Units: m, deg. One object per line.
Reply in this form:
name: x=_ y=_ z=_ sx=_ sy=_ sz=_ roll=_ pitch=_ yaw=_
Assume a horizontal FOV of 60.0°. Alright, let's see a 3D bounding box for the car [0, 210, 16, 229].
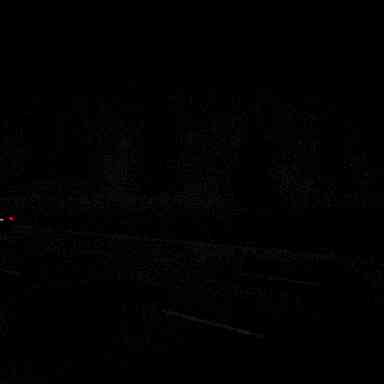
car: x=-13.985 y=1.825 z=22.448 sx=5.357 sy=1.411 sz=2.033 roll=-1 pitch=0 yaw=36
